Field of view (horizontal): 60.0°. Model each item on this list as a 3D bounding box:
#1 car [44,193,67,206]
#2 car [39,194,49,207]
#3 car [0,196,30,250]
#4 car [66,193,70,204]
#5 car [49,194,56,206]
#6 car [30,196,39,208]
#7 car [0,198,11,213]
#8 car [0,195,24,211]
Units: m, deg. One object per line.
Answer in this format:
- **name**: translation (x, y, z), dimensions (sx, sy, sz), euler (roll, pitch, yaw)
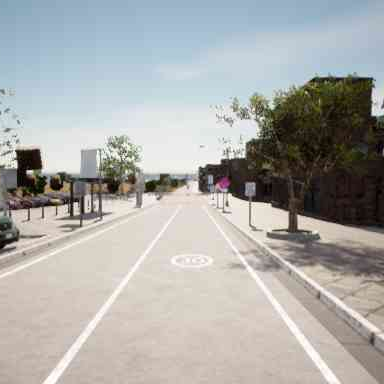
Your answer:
- **car**: translation (-21.930, 1.329, 49.253), dimensions (5.366, 1.575, 1.946), euler (0, 0, 0)
- **car**: translation (-22.102, 1.342, 43.704), dimensions (4.892, 1.521, 2.231), euler (0, 0, 0)
- **car**: translation (-8.956, 1.164, 11.284), dimensions (5.566, 2.045, 2.435), euler (0, 0, 0)
- **car**: translation (-22.149, 1.357, 52.030), dimensions (4.792, 1.488, 2.163), euler (0, 0, 0)
- **car**: translation (-22.141, 1.366, 46.478), dimensions (4.792, 1.488, 2.163), euler (0, 0, 0)
- **car**: translation (-22.111, 1.346, 40.929), dimensions (5.008, 1.535, 2.097), euler (0, 0, 0)
- **car**: translation (-22.095, 1.397, 35.377), dimensions (4.674, 1.452, 2.002), euler (0, 0, 0)
- **car**: translation (-22.132, 1.226, 38.153), dimensions (4.553, 1.767, 2.185), euler (0, 0, 0)
